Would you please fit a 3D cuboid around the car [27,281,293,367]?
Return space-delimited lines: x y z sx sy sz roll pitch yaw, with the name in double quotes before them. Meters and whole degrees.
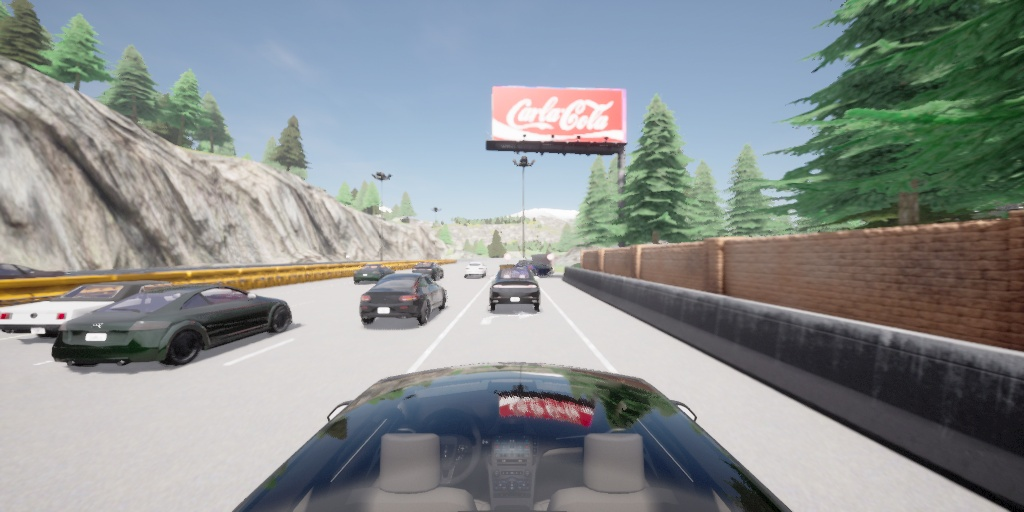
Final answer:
"car" -6.892 1.314 7.947 1.994 1.385 4.181 0 0 0

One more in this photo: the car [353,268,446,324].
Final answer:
"car" -3.395 1.276 11.775 1.812 1.442 4.674 0 0 0

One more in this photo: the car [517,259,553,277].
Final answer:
"car" 1.997 1.104 33.079 2.097 1.767 4.553 1 0 31

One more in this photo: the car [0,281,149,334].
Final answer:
"car" -10.396 1.350 10.091 1.895 1.301 4.718 0 0 0

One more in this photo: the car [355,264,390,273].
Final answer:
"car" -10.405 1.314 27.400 1.994 1.385 4.181 0 0 0

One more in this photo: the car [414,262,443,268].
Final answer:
"car" -6.906 1.242 29.694 2.128 1.511 4.902 0 0 0

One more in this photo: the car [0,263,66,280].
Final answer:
"car" -20.995 0.943 13.814 2.033 1.411 5.357 0 0 0

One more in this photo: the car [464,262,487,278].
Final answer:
"car" -3.423 1.277 34.341 1.812 1.442 4.674 0 0 0

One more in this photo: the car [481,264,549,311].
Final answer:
"car" 0.103 1.242 14.451 2.128 1.511 4.902 0 0 0
